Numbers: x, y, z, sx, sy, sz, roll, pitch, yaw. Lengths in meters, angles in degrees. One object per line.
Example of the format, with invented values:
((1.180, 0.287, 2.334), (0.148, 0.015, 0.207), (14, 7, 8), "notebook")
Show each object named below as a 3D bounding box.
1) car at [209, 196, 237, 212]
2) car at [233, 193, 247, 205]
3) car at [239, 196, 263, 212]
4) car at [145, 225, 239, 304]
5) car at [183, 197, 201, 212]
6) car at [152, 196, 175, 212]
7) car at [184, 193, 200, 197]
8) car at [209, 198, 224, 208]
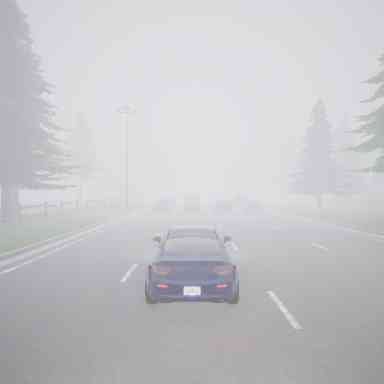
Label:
((3.516, 1.491, 38.601), (2.128, 1.511, 4.902), (0, 0, 0), "car")
((7.020, 1.221, 49.050), (2.150, 2.045, 5.566), (0, 0, 0), "car")
((7.016, 1.526, 39.017), (1.812, 1.442, 4.674), (0, 0, 0), "car")
((0.004, 1.526, 7.990), (1.812, 1.442, 4.674), (0, 0, 0), "car")
((0.016, 1.564, 39.019), (1.994, 1.385, 4.181), (0, 0, 0), "car")
((-3.484, 1.547, 38.604), (2.033, 1.411, 5.357), (0, 0, 0), "car")
((0.020, 1.221, 49.053), (2.150, 2.045, 5.566), (0, 0, 0), "car")
((3.520, 1.601, 49.051), (1.895, 1.301, 4.718), (0, 0, 0), "car")
